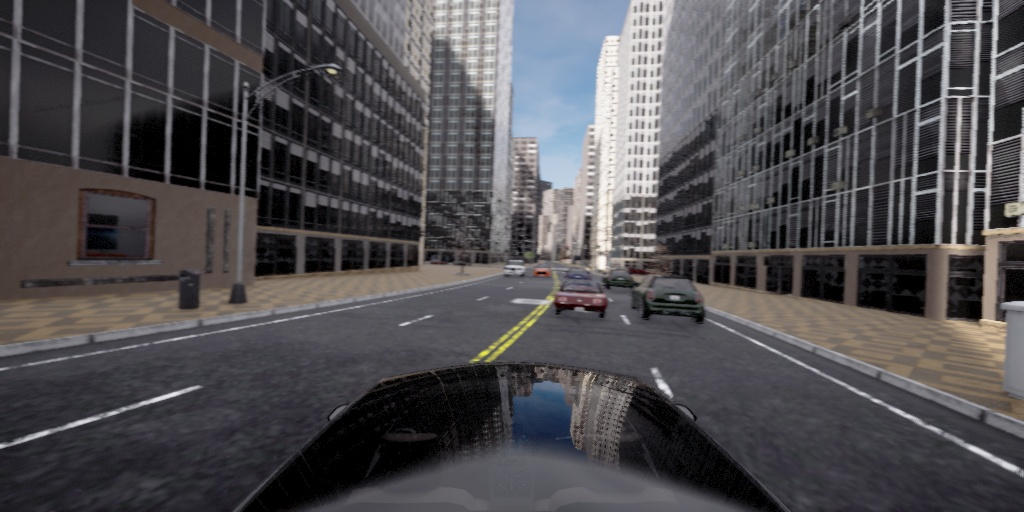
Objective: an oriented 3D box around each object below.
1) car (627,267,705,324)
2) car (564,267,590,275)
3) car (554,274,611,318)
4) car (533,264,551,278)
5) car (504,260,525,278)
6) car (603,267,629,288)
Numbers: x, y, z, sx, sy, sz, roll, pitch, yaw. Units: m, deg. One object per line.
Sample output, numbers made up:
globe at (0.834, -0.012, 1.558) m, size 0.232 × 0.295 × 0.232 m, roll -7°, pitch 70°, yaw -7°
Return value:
car at (6.139, 1.528, 14.616) m, size 2.097 × 1.767 × 4.553 m, roll 2°, pitch -1°, yaw 12°
car at (5.477, 1.694, 30.218) m, size 2.097 × 1.767 × 4.553 m, roll 2°, pitch -1°, yaw 8°
car at (2.860, 1.641, 14.842) m, size 1.895 × 1.301 × 4.718 m, roll 2°, pitch -1°, yaw 12°
car at (3.841, 1.819, 45.538) m, size 2.097 × 1.767 × 4.553 m, roll 2°, pitch -1°, yaw 6°
car at (0.404, 1.527, 44.003) m, size 2.150 × 2.045 × 5.566 m, roll 2°, pitch -1°, yaw 6°
car at (8.685, 1.821, 29.722) m, size 2.097 × 1.767 × 4.553 m, roll 2°, pitch -1°, yaw 8°
